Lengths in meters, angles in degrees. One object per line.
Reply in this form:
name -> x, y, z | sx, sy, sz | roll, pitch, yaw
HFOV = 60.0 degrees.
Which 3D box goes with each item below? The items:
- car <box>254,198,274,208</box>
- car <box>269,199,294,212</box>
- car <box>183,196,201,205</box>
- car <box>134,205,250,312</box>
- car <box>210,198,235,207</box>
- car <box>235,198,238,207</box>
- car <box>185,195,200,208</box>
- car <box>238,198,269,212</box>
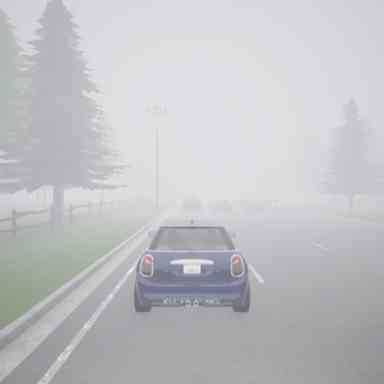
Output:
car -> 10.514, 1.544, 48.910 | 1.994, 1.385, 4.181 | 0, 0, 0
car -> 10.511, 1.510, 38.906 | 1.812, 1.442, 4.674 | 0, 0, 0
car -> 0.011, 1.337, 38.879 | 2.097, 1.767, 4.553 | 0, 0, 0
car -> 0.002, 1.349, 7.842 | 2.097, 1.767, 4.553 | 0, 0, 0
car -> 3.511, 1.548, 38.908 | 1.994, 1.385, 4.181 | 0, 0, 0
car -> 7.014, 1.544, 48.911 | 1.994, 1.385, 4.181 | 0, 0, 0
car -> 0.014, 1.333, 48.882 | 2.097, 1.767, 4.553 | 0, 0, 0
car -> 7.011, 1.532, 38.491 | 2.033, 1.411, 5.357 | 0, 0, 0
